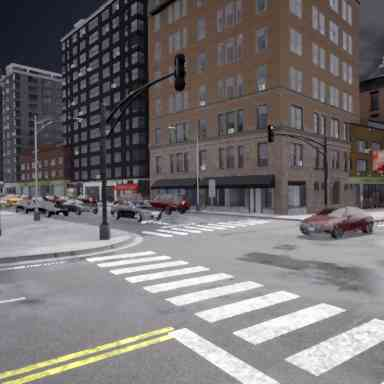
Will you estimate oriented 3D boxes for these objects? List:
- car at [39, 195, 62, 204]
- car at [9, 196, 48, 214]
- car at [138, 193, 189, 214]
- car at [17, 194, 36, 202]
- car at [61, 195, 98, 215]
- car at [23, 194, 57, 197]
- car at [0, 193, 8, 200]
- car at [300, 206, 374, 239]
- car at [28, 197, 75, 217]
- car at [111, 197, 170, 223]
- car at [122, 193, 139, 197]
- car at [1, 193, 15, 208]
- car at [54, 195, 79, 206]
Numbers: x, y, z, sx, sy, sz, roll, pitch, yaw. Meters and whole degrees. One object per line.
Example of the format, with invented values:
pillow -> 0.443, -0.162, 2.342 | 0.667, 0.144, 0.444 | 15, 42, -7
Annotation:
car -> -21.651, 1.136, 50.933 | 1.802, 1.307, 4.206 | 0, 1, -44
car -> -16.243, 1.375, 33.137 | 1.947, 1.339, 4.313 | 0, 1, -44
car -> -2.458, 1.086, 31.182 | 2.192, 1.841, 5.009 | 0, 1, -44
car -> -29.328, 1.043, 58.832 | 1.802, 1.307, 4.206 | 0, 1, -44
car -> -10.607, 1.336, 31.280 | 1.812, 1.442, 4.674 | -1, 1, -44
car -> -17.536, 1.258, 38.424 | 1.812, 1.442, 4.674 | -1, 1, -44
car -> -40.843, 0.885, 70.680 | 1.947, 1.339, 4.313 | 0, 1, -44
car -> 7.536, 1.460, 17.068 | 4.674, 1.442, 1.812 | -1, 1, -35
car -> -12.405, 1.417, 29.188 | 1.947, 1.339, 4.313 | 0, 1, -44
car -> -4.188, 1.372, 24.677 | 2.128, 1.511, 4.902 | -1, 1, -44
car -> -6.296, 1.044, 35.132 | 2.192, 1.841, 5.009 | 0, 1, -44
car -> -23.800, 1.248, 40.912 | 1.752, 1.417, 4.829 | 0, 1, -44
car -> -17.812, 1.181, 46.983 | 1.802, 1.307, 4.206 | 0, 1, -44
